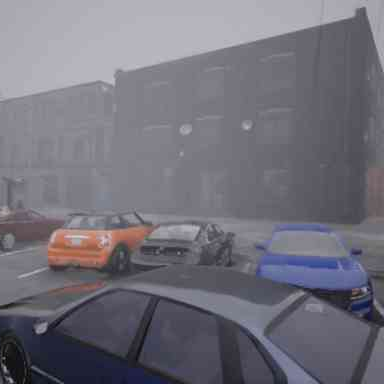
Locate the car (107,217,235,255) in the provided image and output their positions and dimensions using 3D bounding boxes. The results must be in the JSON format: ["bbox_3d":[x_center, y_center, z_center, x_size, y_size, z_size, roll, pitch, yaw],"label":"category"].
[{"bbox_3d":[-0.018,1.480,9.074,2.231,1.521,4.892,0,-1,15],"label":"car"}]

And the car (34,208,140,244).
[{"bbox_3d":[-2.500,1.351,10.793,2.185,1.767,4.553,0,-1,14],"label":"car"}]

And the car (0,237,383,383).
[{"bbox_3d":[-0.113,1.546,3.440,5.357,1.411,2.033,0,0,35],"label":"car"}]

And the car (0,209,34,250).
[{"bbox_3d":[-7.476,1.472,14.230,2.097,1.535,5.008,0,-1,14],"label":"car"}]

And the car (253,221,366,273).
[{"bbox_3d":[2.462,1.480,7.352,2.097,1.535,5.008,1,-1,15],"label":"car"}]
